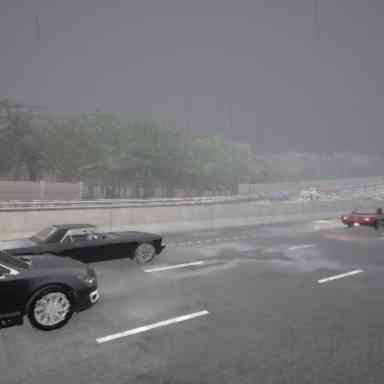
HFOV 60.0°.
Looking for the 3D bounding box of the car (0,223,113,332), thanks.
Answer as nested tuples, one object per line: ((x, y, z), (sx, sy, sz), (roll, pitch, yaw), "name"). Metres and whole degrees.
((-3.969, 1.505, 5.210), (4.892, 1.490, 1.837), (0, 0, -35), "car")

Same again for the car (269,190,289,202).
((16.007, 0.771, 60.846), (2.150, 2.045, 5.566), (0, 2, 36), "car")

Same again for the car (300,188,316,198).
((25.815, 0.240, 73.797), (2.150, 2.045, 5.566), (0, 2, 38), "car")

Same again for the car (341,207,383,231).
((11.233, 1.554, 20.322), (4.718, 1.301, 1.895), (0, 0, -35), "car")

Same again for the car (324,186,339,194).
((36.211, -0.528, 86.228), (2.150, 2.045, 5.566), (0, 3, 41), "car")

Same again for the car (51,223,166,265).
((-3.189, 1.593, 10.065), (4.718, 1.301, 1.895), (0, 0, -35), "car")

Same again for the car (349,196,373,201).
((27.152, 1.420, 53.415), (5.357, 1.411, 2.033), (0, 0, -35), "car")
